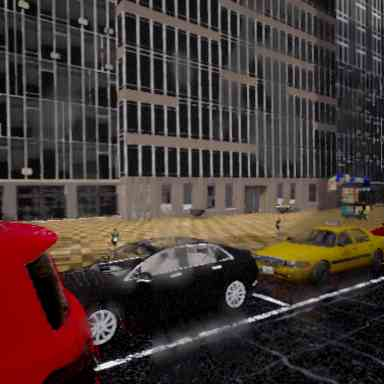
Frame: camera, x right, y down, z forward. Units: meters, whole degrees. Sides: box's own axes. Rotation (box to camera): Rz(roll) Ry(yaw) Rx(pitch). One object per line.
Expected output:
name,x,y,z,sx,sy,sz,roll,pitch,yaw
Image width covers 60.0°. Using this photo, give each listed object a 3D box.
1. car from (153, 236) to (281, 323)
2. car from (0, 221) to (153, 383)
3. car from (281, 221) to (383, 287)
car,-0.677,1.550,6.091,4.403,1.369,2.008,0,-1,-35
car,-3.127,1.223,1.147,5.566,2.045,2.150,0,0,-36
car,3.764,1.522,9.260,4.829,1.417,1.752,0,-1,-35
